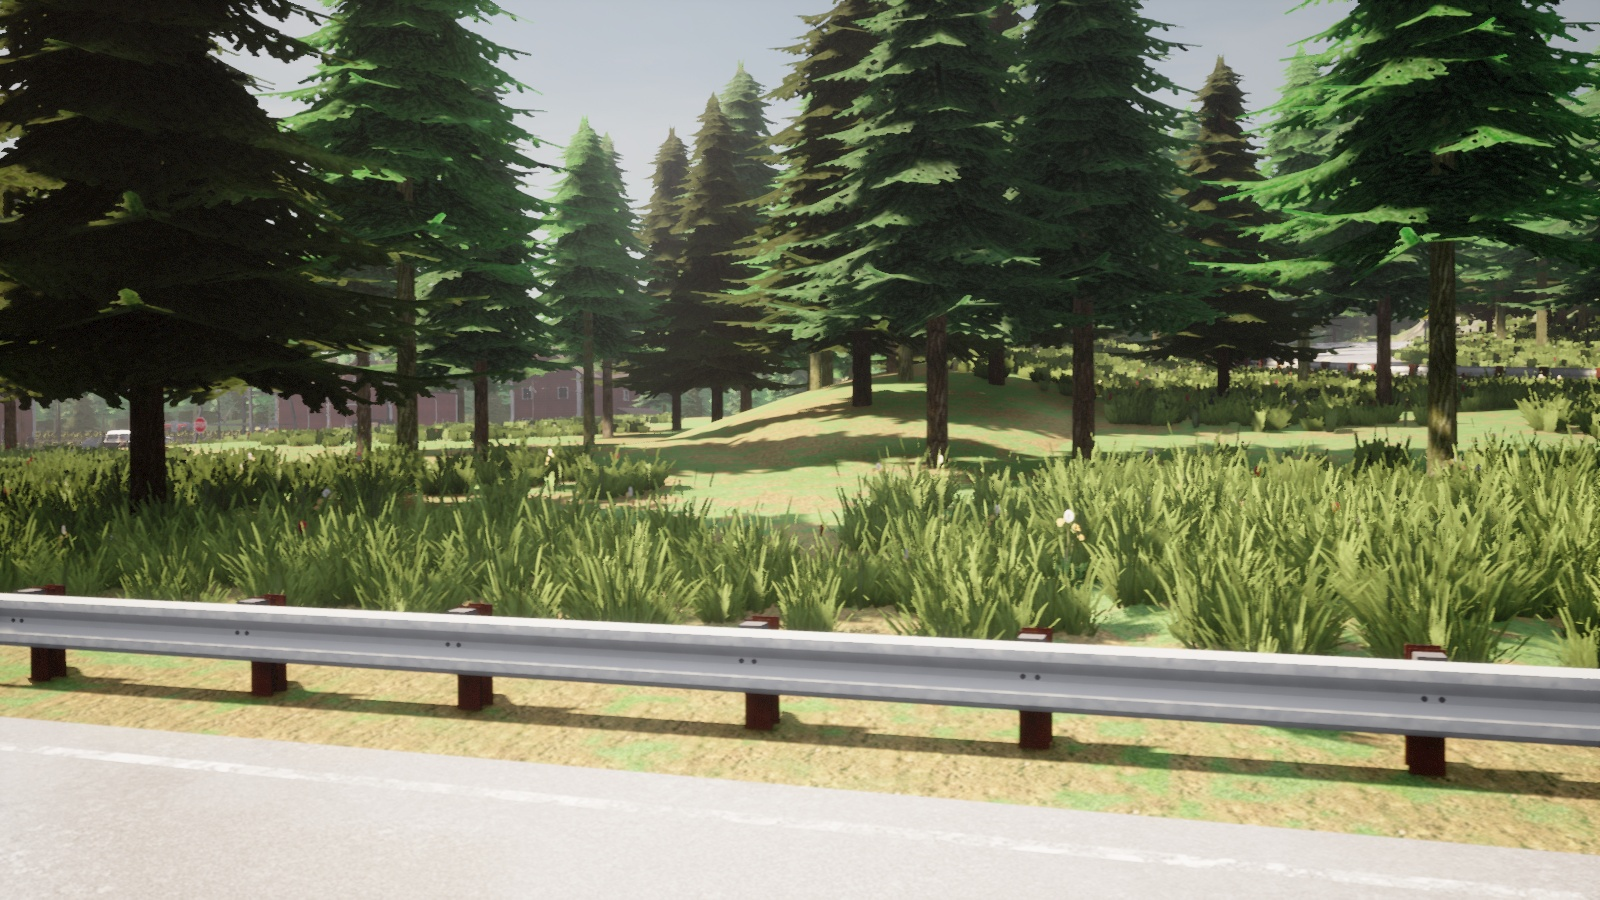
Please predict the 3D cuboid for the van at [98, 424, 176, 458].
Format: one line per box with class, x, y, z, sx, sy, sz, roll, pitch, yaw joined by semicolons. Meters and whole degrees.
van;-40.643;-0.515;76.969;4.480;2.038;2.069;0;0;28
